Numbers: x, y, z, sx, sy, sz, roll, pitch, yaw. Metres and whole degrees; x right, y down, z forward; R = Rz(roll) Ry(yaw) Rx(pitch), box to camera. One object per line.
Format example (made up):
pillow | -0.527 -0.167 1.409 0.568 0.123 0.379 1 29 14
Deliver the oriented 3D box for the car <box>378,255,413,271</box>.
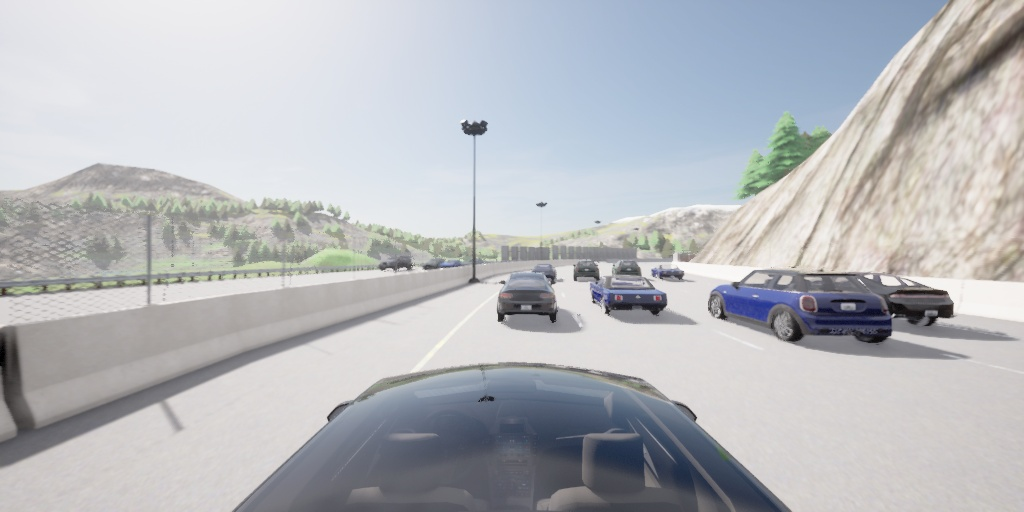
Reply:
car | -15.335 0.943 47.547 2.150 2.045 5.566 0 0 14

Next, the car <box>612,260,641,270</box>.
car | 10.069 1.129 31.765 2.097 1.767 4.553 0 0 10

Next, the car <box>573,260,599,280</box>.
car | 6.339 1.120 30.847 2.097 1.767 4.553 0 0 10

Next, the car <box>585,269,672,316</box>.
car | 4.127 1.362 13.552 1.895 1.301 4.718 0 0 4

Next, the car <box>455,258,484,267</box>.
car | -5.055 1.094 45.370 2.097 1.767 4.553 0 0 14

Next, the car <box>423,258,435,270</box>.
car | -10.821 1.082 51.003 2.097 1.767 4.553 0 0 15

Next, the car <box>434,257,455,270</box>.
car | -8.037 1.214 47.909 1.882 1.535 5.008 0 0 15

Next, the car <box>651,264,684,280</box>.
car | 13.552 1.386 31.558 1.895 1.301 4.718 0 0 11

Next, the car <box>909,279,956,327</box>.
car | 11.022 1.269 11.719 2.128 1.511 4.902 0 0 3

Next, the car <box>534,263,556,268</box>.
car | 2.781 1.324 30.856 1.994 1.385 4.181 0 0 9

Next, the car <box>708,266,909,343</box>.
car | 7.426 1.121 9.925 2.097 1.767 4.553 0 0 3

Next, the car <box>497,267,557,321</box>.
car | 0.534 1.278 12.339 1.812 1.442 4.674 0 0 3
